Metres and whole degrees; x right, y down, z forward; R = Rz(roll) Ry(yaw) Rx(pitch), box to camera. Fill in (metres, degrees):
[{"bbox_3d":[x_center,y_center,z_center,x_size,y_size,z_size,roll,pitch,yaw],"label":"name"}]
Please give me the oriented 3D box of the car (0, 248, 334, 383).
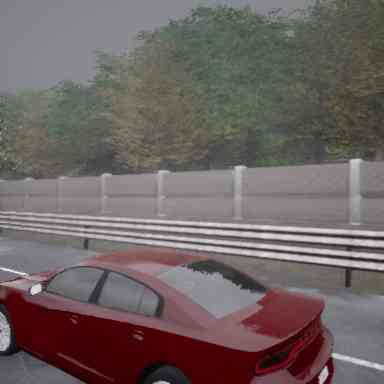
[{"bbox_3d":[-0.832,1.511,4.457,5.008,1.535,1.882,-1,0,36],"label":"car"}]
